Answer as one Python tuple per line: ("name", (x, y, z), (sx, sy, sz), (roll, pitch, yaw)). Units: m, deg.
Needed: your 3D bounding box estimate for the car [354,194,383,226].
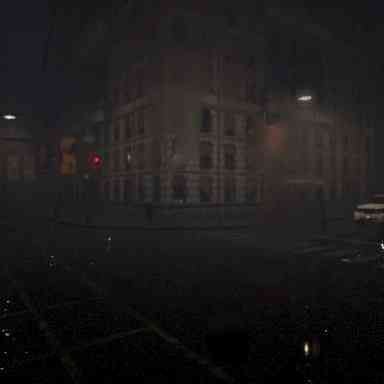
("car", (12.931, 1.143, 21.798), (5.566, 2.045, 2.150), (0, 0, -35))
